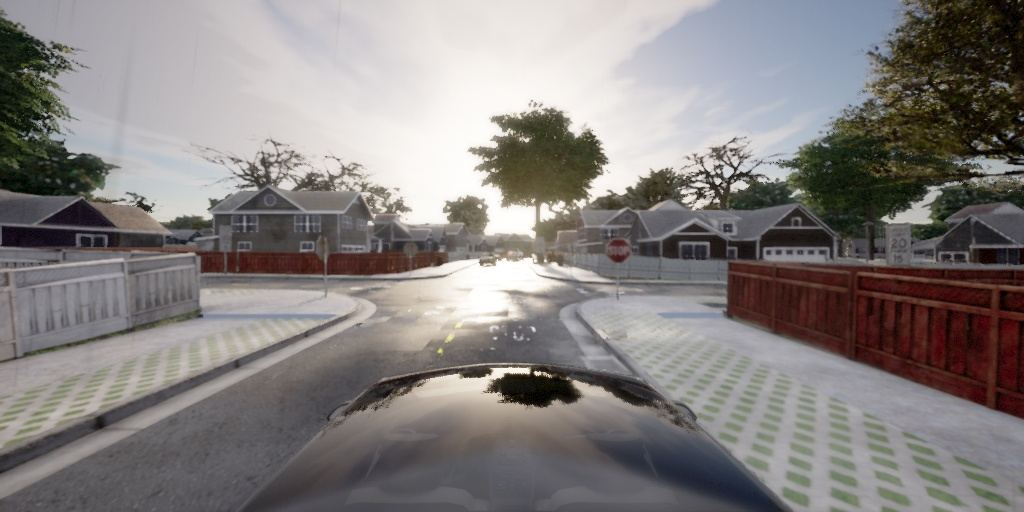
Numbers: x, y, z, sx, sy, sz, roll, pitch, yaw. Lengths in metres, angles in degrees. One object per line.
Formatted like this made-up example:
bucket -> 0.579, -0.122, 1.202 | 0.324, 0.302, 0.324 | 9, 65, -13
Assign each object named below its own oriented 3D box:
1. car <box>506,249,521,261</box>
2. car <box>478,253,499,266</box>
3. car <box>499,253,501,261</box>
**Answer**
car -> 0.038, 0.042, 61.679 | 2.128, 1.511, 4.902 | 0, 1, 1
car -> -2.815, 0.379, 42.306 | 1.837, 1.490, 4.892 | 0, 1, 0
car -> -2.726, 0.138, 59.267 | 2.033, 1.411, 5.357 | 0, 1, 1
